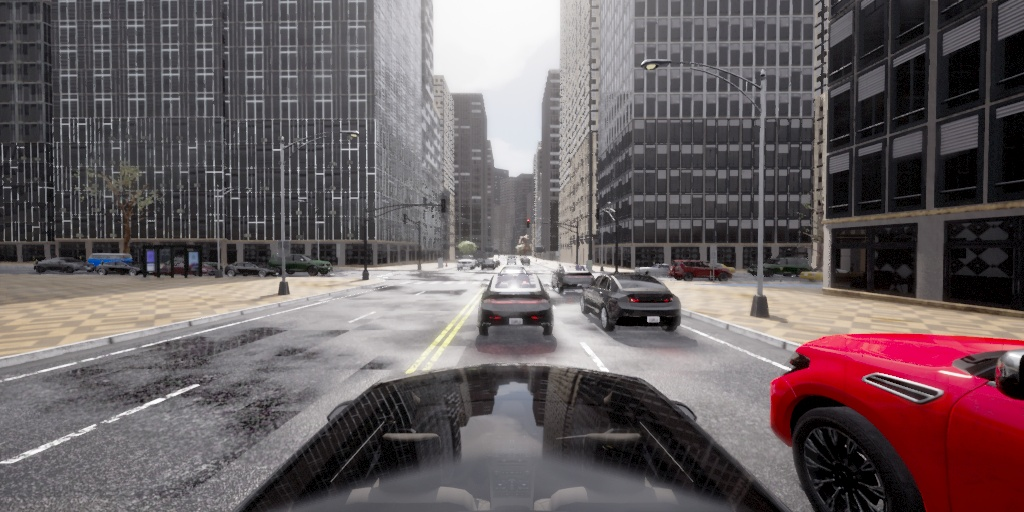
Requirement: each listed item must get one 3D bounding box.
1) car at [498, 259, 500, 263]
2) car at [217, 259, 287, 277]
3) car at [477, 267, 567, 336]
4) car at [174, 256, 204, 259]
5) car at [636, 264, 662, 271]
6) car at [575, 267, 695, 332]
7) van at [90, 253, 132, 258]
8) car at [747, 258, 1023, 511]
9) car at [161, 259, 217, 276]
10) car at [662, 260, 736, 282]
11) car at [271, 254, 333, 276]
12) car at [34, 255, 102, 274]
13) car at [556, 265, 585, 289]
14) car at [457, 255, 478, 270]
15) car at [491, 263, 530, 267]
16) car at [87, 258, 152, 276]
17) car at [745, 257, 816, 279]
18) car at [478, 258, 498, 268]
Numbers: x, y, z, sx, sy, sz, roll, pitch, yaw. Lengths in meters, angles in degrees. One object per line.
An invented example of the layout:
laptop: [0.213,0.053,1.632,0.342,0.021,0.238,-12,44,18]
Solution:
car: [-3.401,1.267,61.752,1.994,1.385,4.181,0,0,0]
car: [-22.766,1.173,31.479,4.313,1.339,1.948,0,0,1]
car: [0.090,1.238,10.393,2.128,1.511,4.902,0,0,0]
car: [-30.430,0.846,34.332,4.553,1.767,2.097,1,1,1]
car: [15.059,1.452,36.779,4.718,1.301,1.895,0,1,0]
car: [3.339,1.251,10.888,1.837,1.490,4.892,0,0,0]
van: [-45.332,0.604,40.420,3.998,1.789,1.690,0,0,1]
car: [3.349,0.972,0.764,2.150,2.045,5.566,0,0,0]
car: [-28.450,1.137,31.606,4.207,1.307,1.802,0,0,1]
car: [16.160,1.269,30.997,5.009,1.841,2.192,0,0,1]
car: [-20.130,0.809,34.131,5.566,2.045,2.150,1,1,1]
car: [-43.107,0.904,34.594,4.674,1.442,1.812,1,1,1]
car: [3.330,1.232,20.136,2.128,1.511,4.902,0,0,0]
car: [-6.648,0.935,52.614,2.150,2.045,5.566,0,0,0]
car: [0.080,1.288,20.128,2.033,1.411,5.357,0,0,0]
car: [-34.131,1.068,31.773,4.313,1.339,1.948,0,0,1]
car: [27.251,1.182,36.591,5.566,2.045,2.150,1,1,1]
car: [-3.398,1.192,52.166,1.882,1.535,5.008,0,0,0]
